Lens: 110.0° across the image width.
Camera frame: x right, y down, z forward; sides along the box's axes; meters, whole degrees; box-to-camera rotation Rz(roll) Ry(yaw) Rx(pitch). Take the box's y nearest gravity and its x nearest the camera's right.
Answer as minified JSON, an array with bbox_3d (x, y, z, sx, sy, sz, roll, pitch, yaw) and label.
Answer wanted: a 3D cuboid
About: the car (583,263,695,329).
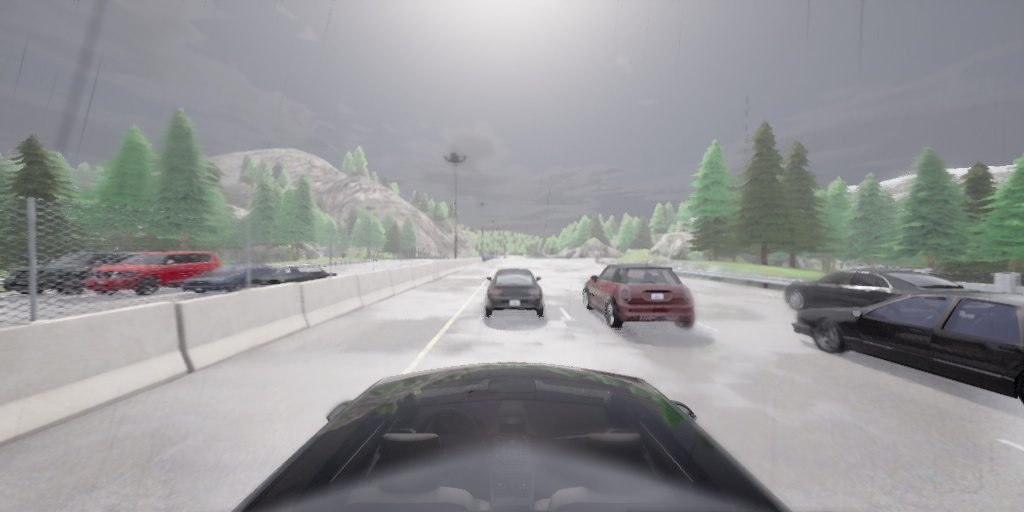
[{"bbox_3d":[3.589,0.992,10.982,2.097,1.767,4.553,0,1,0],"label":"car"}]

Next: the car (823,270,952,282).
[{"bbox_3d":[10.588,1.152,10.736,1.837,1.490,4.892,0,1,0],"label":"car"}]

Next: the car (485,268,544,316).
[{"bbox_3d":[0.071,1.146,12.500,1.812,1.442,4.674,0,1,0],"label":"car"}]

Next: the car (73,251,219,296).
[{"bbox_3d":[-17.558,0.765,18.103,2.150,2.045,5.566,0,0,0],"label":"car"}]

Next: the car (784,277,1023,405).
[{"bbox_3d":[7.099,1.256,5.414,2.033,1.411,5.357,0,1,0],"label":"car"}]

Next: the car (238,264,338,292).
[{"bbox_3d":[-10.564,1.154,17.567,1.895,1.301,4.718,0,1,0],"label":"car"}]

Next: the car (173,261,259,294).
[{"bbox_3d":[-14.052,1.084,18.765,2.033,1.411,5.357,0,1,0],"label":"car"}]

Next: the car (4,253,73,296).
[{"bbox_3d":[-21.057,0.763,18.122,2.150,2.045,5.566,0,0,0],"label":"car"}]
